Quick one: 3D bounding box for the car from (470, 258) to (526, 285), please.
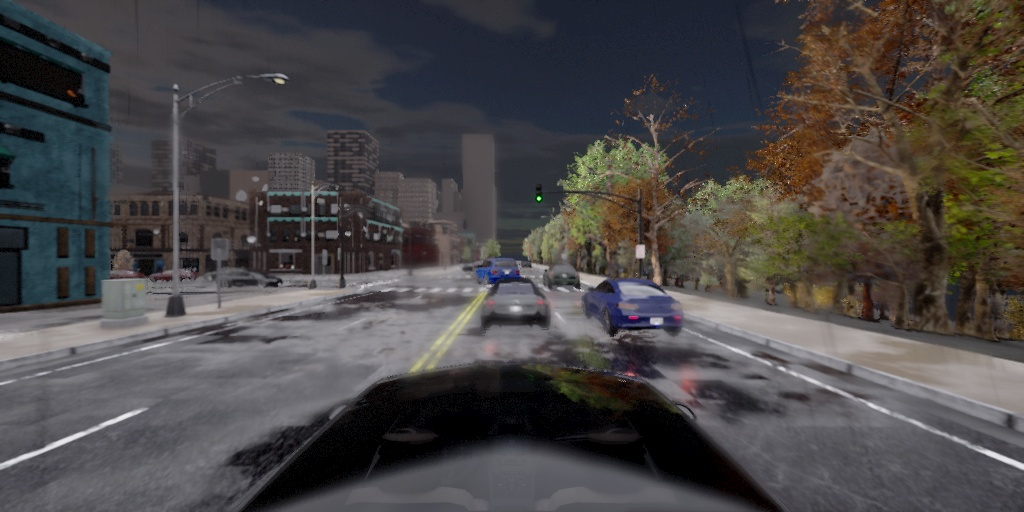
[{"bbox_3d":[-1.174,1.191,25.787,2.150,2.045,5.566,1,-1,-18],"label":"car"}]

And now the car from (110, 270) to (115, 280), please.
[{"bbox_3d":[-33.807,1.832,27.543,4.097,1.591,1.967,0,0,0],"label":"car"}]

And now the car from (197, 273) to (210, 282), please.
[{"bbox_3d":[-28.258,1.873,35.914,4.403,1.370,2.007,0,0,0],"label":"car"}]

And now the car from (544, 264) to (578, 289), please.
[{"bbox_3d":[3.366,1.313,24.984,2.097,1.767,4.553,0,-1,0],"label":"car"}]

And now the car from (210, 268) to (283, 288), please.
[{"bbox_3d":[-19.931,1.799,27.397,4.313,1.339,1.948,0,0,0],"label":"car"}]

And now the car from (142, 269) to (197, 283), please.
[{"bbox_3d":[-33.794,1.967,35.924,4.207,1.307,1.802,0,0,0],"label":"car"}]

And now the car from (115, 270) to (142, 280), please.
[{"bbox_3d":[-39.328,2.029,35.934,4.207,1.307,1.802,0,0,0],"label":"car"}]

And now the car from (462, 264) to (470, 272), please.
[{"bbox_3d":[-6.536,1.833,55.535,1.895,1.301,4.718,0,0,0],"label":"car"}]

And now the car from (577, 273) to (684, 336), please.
[{"bbox_3d":[3.354,1.356,10.599,1.812,1.442,4.674,0,0,0],"label":"car"}]

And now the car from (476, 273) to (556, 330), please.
[{"bbox_3d":[0.107,1.404,11.560,1.994,1.385,4.181,0,0,0],"label":"car"}]
